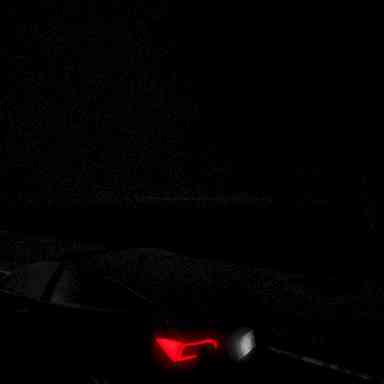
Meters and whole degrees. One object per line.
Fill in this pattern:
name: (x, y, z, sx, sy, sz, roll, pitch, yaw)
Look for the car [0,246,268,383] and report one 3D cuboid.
car: (-1.390, 1.497, 4.552, 4.792, 1.488, 2.163, 0, 0, 35)
